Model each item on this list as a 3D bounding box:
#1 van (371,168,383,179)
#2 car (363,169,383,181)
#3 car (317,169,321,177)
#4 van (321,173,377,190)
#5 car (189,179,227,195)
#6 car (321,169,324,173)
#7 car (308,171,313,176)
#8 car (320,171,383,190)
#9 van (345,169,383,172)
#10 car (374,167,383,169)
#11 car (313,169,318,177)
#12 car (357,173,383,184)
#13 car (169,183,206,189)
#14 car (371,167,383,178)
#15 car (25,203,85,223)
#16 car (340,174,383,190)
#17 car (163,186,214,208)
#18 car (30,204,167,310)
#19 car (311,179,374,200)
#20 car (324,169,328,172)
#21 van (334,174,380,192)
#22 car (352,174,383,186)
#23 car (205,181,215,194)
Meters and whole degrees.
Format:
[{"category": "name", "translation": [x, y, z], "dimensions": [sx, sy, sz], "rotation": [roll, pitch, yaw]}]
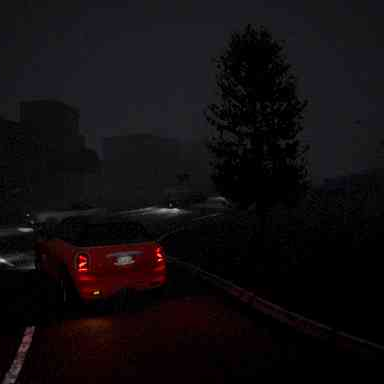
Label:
[{"category": "van", "translation": [36.537, -3.499, 62.794], "dimensions": [4.442, 1.987, 1.878], "rotation": [-1, 4, 15]}, {"category": "car", "translation": [33.054, -3.035, 57.902], "dimensions": [5.566, 2.045, 2.435], "rotation": [-1, 4, 15]}, {"category": "car", "translation": [28.674, -4.268, 82.916], "dimensions": [5.008, 1.535, 2.097], "rotation": [-2, 3, 15]}, {"category": "van", "translation": [15.655, -0.554, 33.556], "dimensions": [4.442, 1.987, 1.878], "rotation": [-1, 4, 16]}, {"category": "car", "translation": [2.174, -0.629, 44.262], "dimensions": [4.553, 1.767, 2.185], "rotation": [-2, 4, 14]}, {"category": "car", "translation": [30.175, -4.476, 85.363], "dimensions": [5.366, 1.575, 1.946], "rotation": [-2, 3, 15]}, {"category": "car", "translation": [25.361, -3.958, 78.088], "dimensions": [4.553, 1.767, 2.185], "rotation": [-2, 4, 15]}, {"category": "car", "translation": [17.273, -0.822, 36.002], "dimensions": [5.566, 2.045, 2.435], "rotation": [-1, 5, 16]}, {"category": "van", "translation": [22.701, -1.535, 43.227], "dimensions": [4.442, 1.987, 1.878], "rotation": [-1, 4, 16]}, {"category": "car", "translation": [29.611, -2.543, 52.990], "dimensions": [5.566, 2.045, 2.435], "rotation": [-1, 4, 15]}, {"category": "car", "translation": [27.015, -4.054, 80.509], "dimensions": [5.008, 1.535, 2.097], "rotation": [-2, 4, 15]}, {"category": "car", "translation": [27.878, -2.016, 50.563], "dimensions": [4.792, 1.488, 2.163], "rotation": [-1, 4, 16]}, {"category": "car", "translation": [-1.145, 0.017, 39.415], "dimensions": [4.674, 1.452, 2.002], "rotation": [-2, 3, 14]}, {"category": "car", "translation": [39.849, -3.997, 67.723], "dimensions": [5.566, 2.045, 2.435], "rotation": [-1, 4, 15]}, {"category": "car", "translation": [-7.885, 1.393, 21.119], "dimensions": [1.895, 1.301, 4.718], "rotation": [0, 2, 42]}, {"category": "car", "translation": [20.801, -1.188, 40.852], "dimensions": [4.553, 1.767, 2.185], "rotation": [-1, 4, 16]}, {"category": "car", "translation": [-0.424, 0.575, 31.376], "dimensions": [2.033, 1.411, 5.357], "rotation": [0, 5, 34]}, {"category": "car", "translation": [-2.469, 1.342, 8.224], "dimensions": [2.097, 1.767, 4.553], "rotation": [0, 0, -33]}, {"category": "car", "translation": [13.786, -0.083, 31.191], "dimensions": [5.008, 1.535, 2.097], "rotation": [-1, 4, 16]}, {"category": "car", "translation": [31.986, -4.929, 87.705], "dimensions": [5.566, 2.045, 2.435], "rotation": [-2, 3, 15]}, {"category": "van", "translation": [18.951, -1.041, 38.444], "dimensions": [4.442, 1.987, 1.878], "rotation": [-1, 5, 16]}, {"category": "car", "translation": [26.111, -1.798, 48.122], "dimensions": [4.892, 1.521, 2.231], "rotation": [-1, 5, 16]}, {"category": "car", "translation": [0.533, -0.235, 41.844], "dimensions": [4.792, 1.488, 2.163], "rotation": [-2, 3, 14]}]
